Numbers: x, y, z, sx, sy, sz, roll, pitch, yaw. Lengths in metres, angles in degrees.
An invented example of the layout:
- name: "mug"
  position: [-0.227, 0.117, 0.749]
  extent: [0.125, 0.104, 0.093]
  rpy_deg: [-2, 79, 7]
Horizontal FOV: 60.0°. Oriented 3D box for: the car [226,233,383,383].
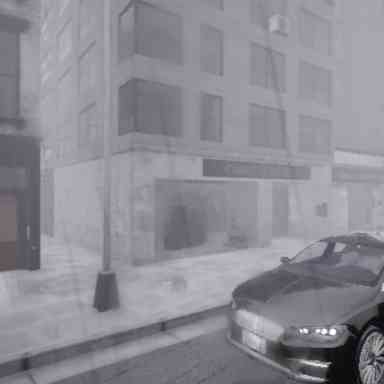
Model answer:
- name: "car"
  position: [2.716, 1.479, 5.316]
  extent: [4.902, 1.511, 2.128]
  rpy_deg: [0, 0, -36]
